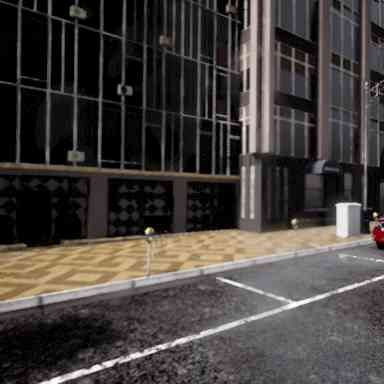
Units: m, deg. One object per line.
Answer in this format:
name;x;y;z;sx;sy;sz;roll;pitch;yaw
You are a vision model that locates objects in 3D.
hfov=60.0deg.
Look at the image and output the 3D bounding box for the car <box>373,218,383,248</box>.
car;9.155;1.248;13.035;5.009;1.841;2.192;0;1;-36
